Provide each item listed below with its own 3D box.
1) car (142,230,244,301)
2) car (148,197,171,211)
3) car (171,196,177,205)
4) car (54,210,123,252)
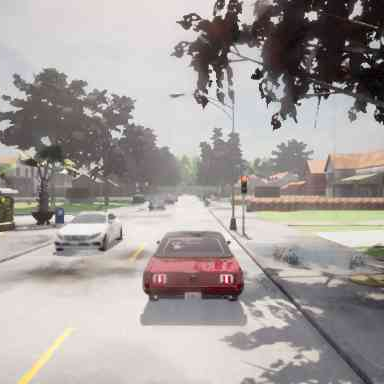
[{"bbox_3d":[0.042,1.601,8.252,1.895,1.301,4.718,0,0,1],"label":"car"},{"bbox_3d":[-4.145,1.491,40.373,2.128,1.511,4.902,0,0,0],"label":"car"},{"bbox_3d":[-4.151,1.600,57.823,1.895,1.301,4.718,0,0,0],"label":"car"},{"bbox_3d":[-4.116,1.525,13.992,1.812,1.442,4.674,0,0,0],"label":"car"}]
